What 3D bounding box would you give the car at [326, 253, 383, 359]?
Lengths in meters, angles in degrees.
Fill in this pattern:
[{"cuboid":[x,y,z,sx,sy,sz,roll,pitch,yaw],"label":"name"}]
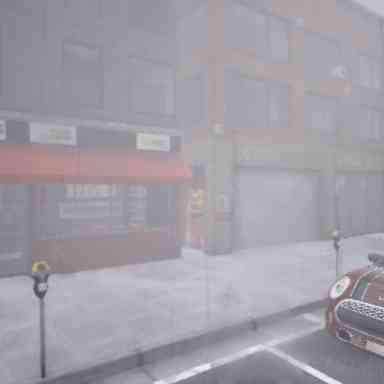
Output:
[{"cuboid":[3.951,1.418,5.238,4.097,1.590,1.967,0,0,-34],"label":"car"}]
